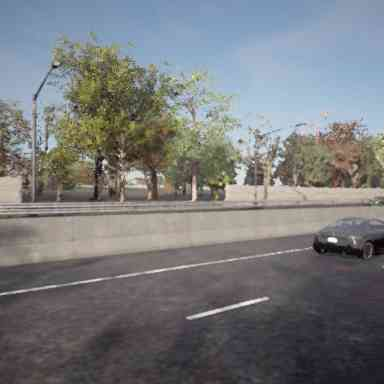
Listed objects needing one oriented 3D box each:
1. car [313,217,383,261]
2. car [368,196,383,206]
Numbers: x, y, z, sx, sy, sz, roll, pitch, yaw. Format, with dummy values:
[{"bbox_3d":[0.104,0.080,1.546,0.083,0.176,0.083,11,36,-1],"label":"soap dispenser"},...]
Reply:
[{"bbox_3d":[6.559,1.659,12.787,4.181,1.385,1.994,0,0,-35],"label":"car"},{"bbox_3d":[32.576,1.704,57.216,5.566,2.045,2.150,1,0,-35],"label":"car"}]
